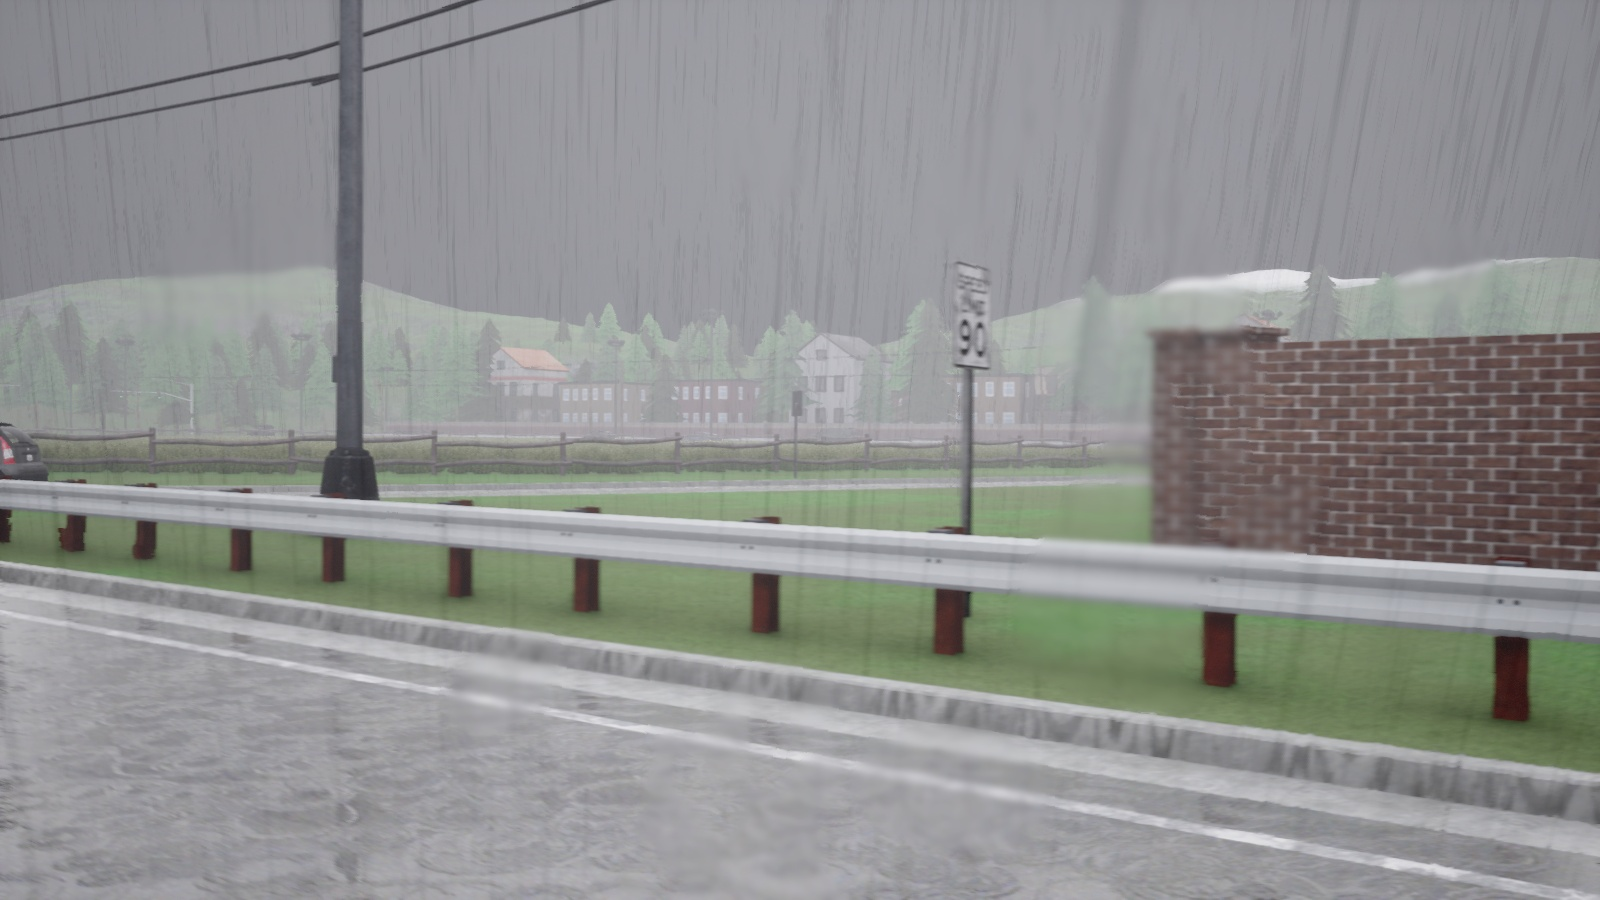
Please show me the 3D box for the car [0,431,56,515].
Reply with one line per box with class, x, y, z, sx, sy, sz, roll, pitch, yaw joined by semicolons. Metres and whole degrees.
car;-17.158;0.449;24.646;3.988;1.617;1.851;-1;1;-11
